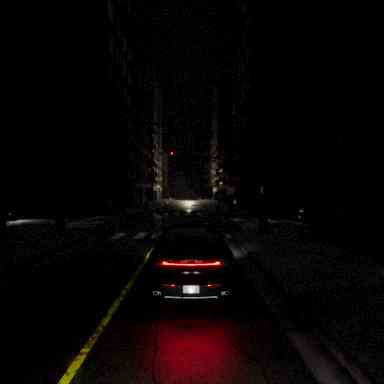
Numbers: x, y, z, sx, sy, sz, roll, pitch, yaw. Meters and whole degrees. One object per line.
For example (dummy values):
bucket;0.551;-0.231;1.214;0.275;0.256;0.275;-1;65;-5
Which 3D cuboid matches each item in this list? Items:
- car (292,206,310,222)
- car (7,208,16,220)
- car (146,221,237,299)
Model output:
car;10.712;1.573;27.548;4.553;1.767;2.097;1;0;-1
car;-15.166;1.387;24.094;4.181;1.385;1.994;1;0;-1
car;-0.016;1.507;8.412;1.837;1.490;4.892;0;0;0
